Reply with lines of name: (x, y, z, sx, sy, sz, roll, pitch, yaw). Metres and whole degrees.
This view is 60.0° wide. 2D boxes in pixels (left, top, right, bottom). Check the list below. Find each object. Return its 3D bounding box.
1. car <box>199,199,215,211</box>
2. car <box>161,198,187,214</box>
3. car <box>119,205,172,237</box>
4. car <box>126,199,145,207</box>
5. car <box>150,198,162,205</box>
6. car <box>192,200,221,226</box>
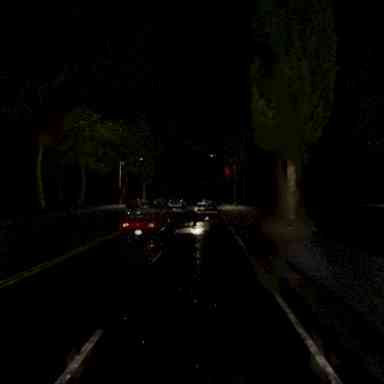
car: (1.883, 1.647, 42.623, 1.994, 1.385, 4.181, 0, 0, 3)
car: (-1.664, 1.552, 35.952, 2.128, 1.511, 4.902, 0, 0, 3)
car: (-2.451, 1.620, 18.049, 1.895, 1.301, 4.718, 0, 0, 2)
car: (-7.822, 1.659, 46.134, 1.994, 1.385, 4.181, 0, 0, 3)
car: (-4.570, 1.589, 46.088, 1.882, 1.535, 5.008, 0, 0, 3)
car: (1.066, 1.527, 24.039, 2.128, 1.511, 4.902, 0, 0, 3)
